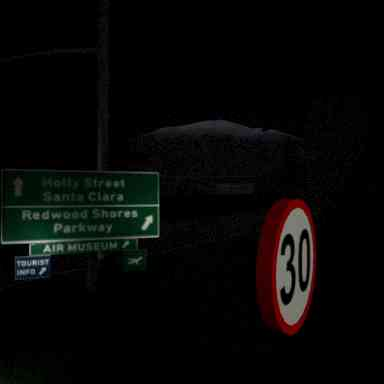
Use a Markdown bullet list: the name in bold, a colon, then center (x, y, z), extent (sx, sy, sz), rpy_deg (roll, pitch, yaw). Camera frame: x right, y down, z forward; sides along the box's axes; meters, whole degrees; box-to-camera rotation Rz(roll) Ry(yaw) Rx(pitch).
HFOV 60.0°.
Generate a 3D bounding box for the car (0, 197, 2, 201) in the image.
- **car**: center (-12.447, 1.503, 26.028), extent (1.905, 1.878, 3.866), rpy_deg (0, 0, 35)

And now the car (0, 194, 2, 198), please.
- **car**: center (-38.770, 1.485, 69.898), extent (4.514, 1.523, 2.007), rpy_deg (0, 0, 35)
